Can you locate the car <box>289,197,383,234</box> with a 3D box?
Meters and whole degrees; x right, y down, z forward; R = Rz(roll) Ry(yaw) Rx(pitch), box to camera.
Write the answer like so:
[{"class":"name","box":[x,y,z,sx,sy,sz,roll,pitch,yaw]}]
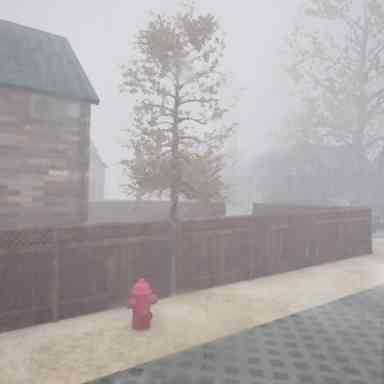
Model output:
[{"class":"car","box":[8.104,1.366,19.515,2.150,2.045,5.566,2,-1,-35]}]
